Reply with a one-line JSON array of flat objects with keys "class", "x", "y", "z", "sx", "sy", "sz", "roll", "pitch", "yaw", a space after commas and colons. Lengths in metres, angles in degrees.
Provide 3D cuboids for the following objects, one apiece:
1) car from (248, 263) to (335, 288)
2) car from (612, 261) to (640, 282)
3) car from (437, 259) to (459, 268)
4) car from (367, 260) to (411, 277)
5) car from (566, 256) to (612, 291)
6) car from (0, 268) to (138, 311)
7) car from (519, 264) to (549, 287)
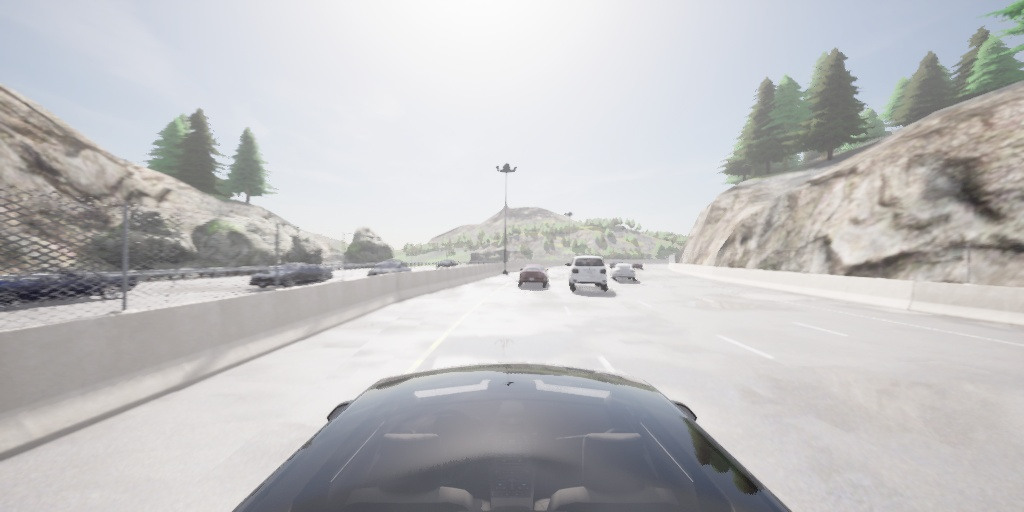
[{"class": "car", "x": -13.058, "y": 1.130, "z": 21.779, "sx": 2.033, "sy": 1.411, "sz": 5.357, "roll": 1, "pitch": 0, "yaw": 6}, {"class": "car", "x": 9.611, "y": 1.395, "z": 31.211, "sx": 1.812, "sy": 1.442, "sz": 4.674, "roll": 0, "pitch": 0, "yaw": 11}, {"class": "car", "x": -9.912, "y": 1.191, "z": 56.035, "sx": 1.812, "sy": 1.442, "sz": 4.674, "roll": 1, "pitch": 0, "yaw": 16}, {"class": "car", "x": -8.949, "y": 1.198, "z": 26.552, "sx": 1.994, "sy": 1.385, "sz": 4.181, "roll": 1, "pitch": 0, "yaw": 8}, {"class": "car", "x": 4.696, "y": 1.030, "z": 22.750, "sx": 2.150, "sy": 2.045, "sz": 5.566, "roll": 0, "pitch": 0, "yaw": 7}, {"class": "car", "x": -17.244, "y": 1.131, "z": 13.290, "sx": 1.895, "sy": 1.301, "sz": 4.718, "roll": 1, "pitch": 0, "yaw": 3}, {"class": "car", "x": 1.541, "y": 1.293, "z": 24.826, "sx": 1.812, "sy": 1.442, "sz": 4.674, "roll": 1, "pitch": 0, "yaw": 8}]
